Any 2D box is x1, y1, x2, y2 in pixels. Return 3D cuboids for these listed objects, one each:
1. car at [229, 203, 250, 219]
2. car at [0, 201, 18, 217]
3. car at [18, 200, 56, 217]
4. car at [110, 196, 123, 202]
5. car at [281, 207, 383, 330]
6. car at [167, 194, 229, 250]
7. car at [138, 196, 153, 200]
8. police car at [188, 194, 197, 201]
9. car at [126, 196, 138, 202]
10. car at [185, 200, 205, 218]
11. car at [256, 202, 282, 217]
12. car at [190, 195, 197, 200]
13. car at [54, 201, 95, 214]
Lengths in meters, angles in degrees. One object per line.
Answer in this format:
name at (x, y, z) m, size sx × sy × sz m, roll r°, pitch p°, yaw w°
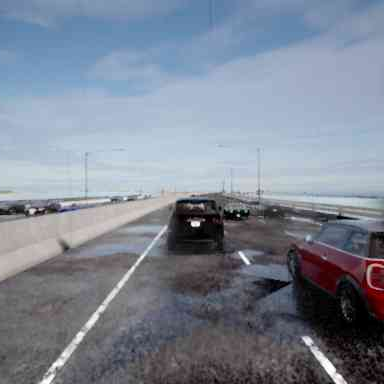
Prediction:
car at (3.764, 1.610, 28.974) m, size 1.895 × 1.301 × 4.718 m, roll 0°, pitch 0°, yaw 1°
car at (-17.398, 1.573, 31.677) m, size 1.994 × 1.385 × 4.181 m, roll 0°, pitch 0°, yaw 1°
car at (-13.901, 1.501, 31.434) m, size 2.128 × 1.511 × 4.902 m, roll 0°, pitch 0°, yaw 1°
car at (-16.507, 1.489, 73.342) m, size 2.033 × 1.411 × 5.357 m, roll 0°, pitch 0°, yaw 2°
car at (3.600, 1.355, 7.074) m, size 2.097 × 1.767 × 4.553 m, roll 0°, pitch 0°, yaw 0°
car at (0.145, 1.228, 14.403) m, size 2.150 × 2.045 × 5.566 m, roll 0°, pitch 0°, yaw 0°
car at (-9.546, 1.522, 71.755) m, size 2.033 × 1.411 × 5.357 m, roll 0°, pitch 0°, yaw 1°
police car at (0.172, 1.396, 81.233) m, size 1.930 × 1.638 × 5.238 m, roll 0°, pitch 0°, yaw 2°
car at (-13.009, 1.489, 73.245) m, size 2.033 × 1.411 × 5.357 m, roll 0°, pitch 0°, yaw 2°
car at (0.296, 1.534, 31.669) m, size 1.812 × 1.442 × 4.674 m, roll 0°, pitch 0°, yaw 1°
car at (7.290, 1.572, 31.173) m, size 1.994 × 1.385 × 4.181 m, roll 0°, pitch 0°, yaw 1°
car at (0.483, 1.483, 91.104) m, size 1.812 × 1.442 × 4.674 m, roll 0°, pitch 0°, yaw 2°
car at (-10.419, 1.610, 30.231) m, size 1.895 × 1.301 × 4.718 m, roll 0°, pitch 0°, yaw 1°
